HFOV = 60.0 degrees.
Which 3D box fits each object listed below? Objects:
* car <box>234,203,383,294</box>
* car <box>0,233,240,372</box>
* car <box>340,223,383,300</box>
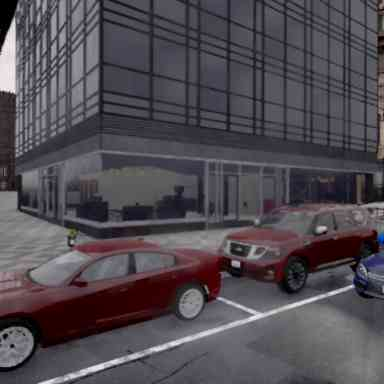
[{"bbox_3d":[3.038,1.283,8.923,5.009,1.841,2.192,0,1,-36],"label":"car"},{"bbox_3d":[-1.541,1.537,5.658,4.507,1.381,1.887,0,1,-36],"label":"car"},{"bbox_3d":[5.434,1.489,7.216,4.674,1.442,1.812,0,0,-35],"label":"car"}]
